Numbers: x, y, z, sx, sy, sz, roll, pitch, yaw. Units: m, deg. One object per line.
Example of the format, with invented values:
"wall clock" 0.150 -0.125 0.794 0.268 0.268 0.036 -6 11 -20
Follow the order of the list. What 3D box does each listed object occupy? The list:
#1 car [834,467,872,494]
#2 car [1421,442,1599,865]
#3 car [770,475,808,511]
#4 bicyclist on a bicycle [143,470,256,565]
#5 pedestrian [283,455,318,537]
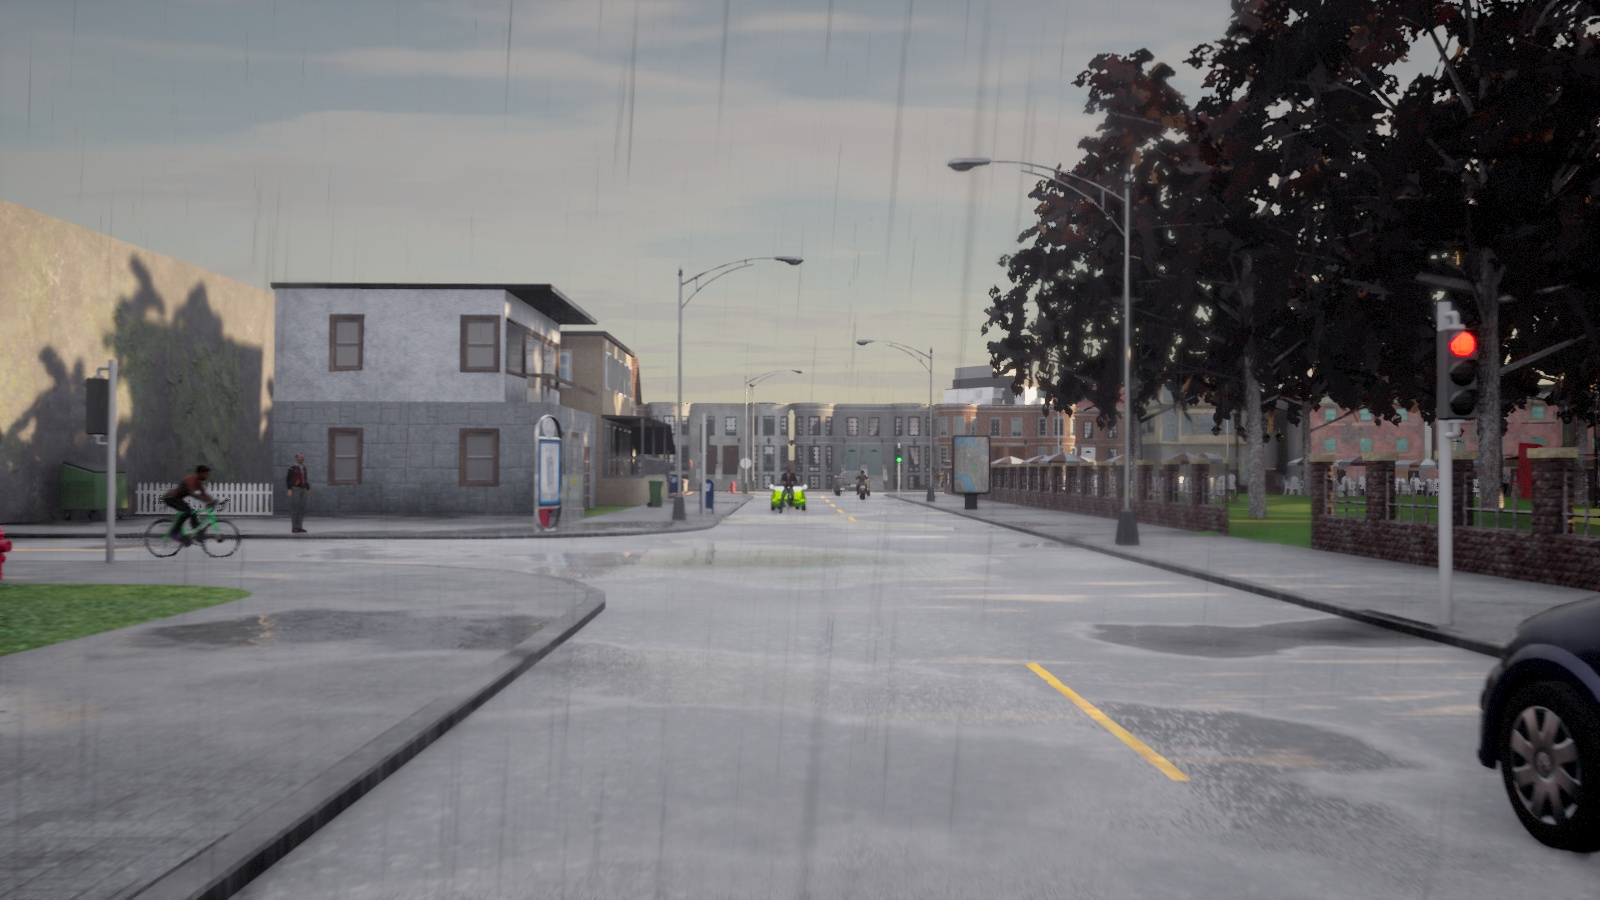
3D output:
"car" 3.320 1.891 79.841 2.152 1.651 5.027 0 -1 0
"car" 4.013 0.764 4.103 1.851 1.617 3.988 0 -1 -2
"car" -0.429 1.690 49.877 1.481 1.376 2.207 0 -1 0
"bicyclist on a bicycle" -10.439 1.167 21.859 1.656 1.620 0.582 0 -1 0
"pedestrian" -11.400 1.039 28.655 0.720 1.854 0.376 -1 -1 32
